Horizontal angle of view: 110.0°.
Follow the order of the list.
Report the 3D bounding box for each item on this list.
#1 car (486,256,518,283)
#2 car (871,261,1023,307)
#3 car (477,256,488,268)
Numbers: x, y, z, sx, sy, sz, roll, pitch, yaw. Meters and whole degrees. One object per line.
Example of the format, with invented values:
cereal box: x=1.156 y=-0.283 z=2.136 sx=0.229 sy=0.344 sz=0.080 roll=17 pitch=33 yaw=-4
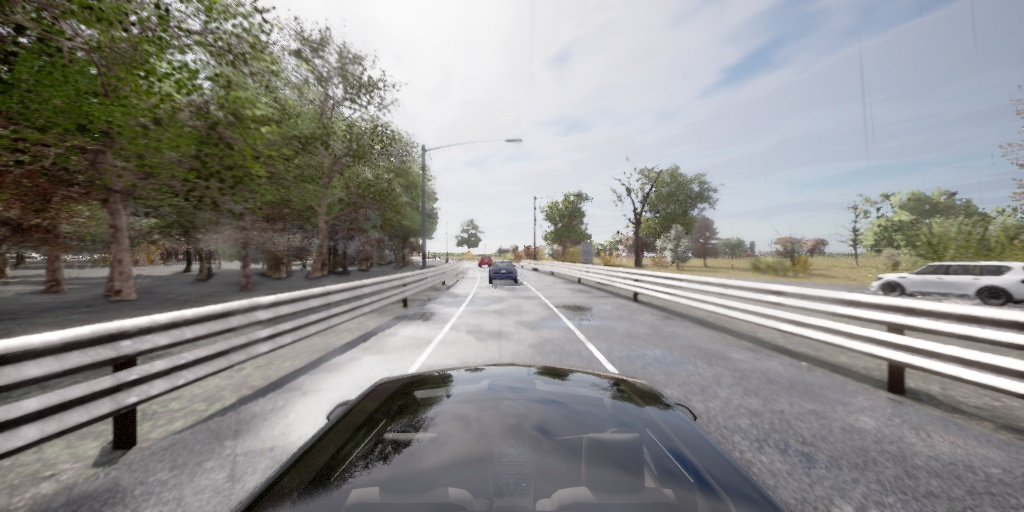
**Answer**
car: x=-0.773 y=1.099 z=27.690 sx=2.097 sy=1.767 sz=4.553 roll=0 pitch=0 yaw=-4
car: x=21.490 y=1.277 z=17.515 sx=2.150 sy=2.045 sz=5.566 roll=0 pitch=0 yaw=-22
car: x=-4.727 y=0.956 z=62.024 sx=2.150 sy=2.045 sz=5.566 roll=0 pitch=0 yaw=-10
